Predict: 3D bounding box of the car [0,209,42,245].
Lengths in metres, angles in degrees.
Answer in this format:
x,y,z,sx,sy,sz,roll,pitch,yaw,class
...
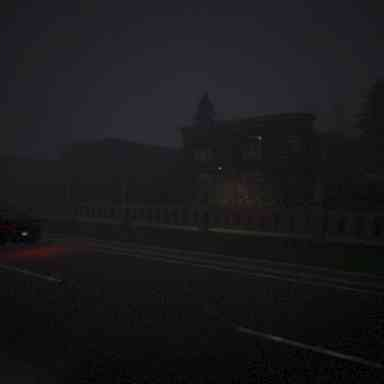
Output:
x,y,z,sx,sy,sz,roll,pitch,yaw,class
-8.522,1.476,14.373,5.008,1.535,1.882,0,0,36,car
